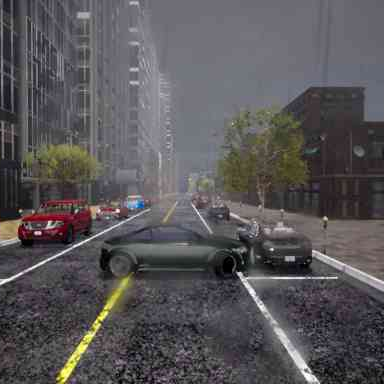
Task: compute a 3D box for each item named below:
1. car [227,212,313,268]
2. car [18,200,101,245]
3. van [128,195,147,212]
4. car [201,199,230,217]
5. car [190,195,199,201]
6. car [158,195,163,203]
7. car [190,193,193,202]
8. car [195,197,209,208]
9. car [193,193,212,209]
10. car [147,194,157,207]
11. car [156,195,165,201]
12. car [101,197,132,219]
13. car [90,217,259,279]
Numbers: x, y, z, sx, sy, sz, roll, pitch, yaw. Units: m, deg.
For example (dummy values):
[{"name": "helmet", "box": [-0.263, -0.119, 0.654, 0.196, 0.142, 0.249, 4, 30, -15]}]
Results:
[{"name": "car", "box": [2.565, 1.548, 11.082, 2.008, 1.369, 4.403, -1, 0, -1]}, {"name": "car", "box": [-6.168, 1.310, 15.680, 2.192, 1.841, 5.009, -1, 0, -1]}, {"name": "van", "box": [-6.639, 1.329, 38.542, 1.690, 1.788, 3.998, -1, 0, -1]}, {"name": "car", "box": [2.049, 1.543, 26.942, 2.008, 1.369, 4.403, -1, 0, -1]}, {"name": "car", "box": [0.633, 1.537, 83.004, 1.947, 1.339, 4.313, -1, 0, -1]}, {"name": "car", "box": [-7.329, 1.522, 66.207, 1.887, 1.381, 4.507, -1, 0, -1]}, {"name": "car", "box": [0.906, 1.291, 71.939, 2.192, 1.841, 5.009, -1, 0, -1]}, {"name": "car", "box": [1.460, 1.509, 49.978, 1.752, 1.417, 4.829, -1, 0, -1]}, {"name": "car", "box": [1.600, 1.301, 44.275, 2.192, 1.841, 5.009, -1, 0, -1]}, {"name": "car", "box": [-6.916, 1.299, 49.608, 2.192, 1.841, 5.009, -1, 0, -1]}, {"name": "car", "box": [-7.741, 1.497, 82.636, 1.752, 1.417, 4.829, -1, 0, -1]}, {"name": "car", "box": [-6.354, 1.432, 26.748, 1.967, 1.590, 4.097, -1, 0, -1]}, {"name": "car", "box": [-0.454, 1.557, 9.479, 4.181, 1.385, 1.994, 0, 0, -1]}]
